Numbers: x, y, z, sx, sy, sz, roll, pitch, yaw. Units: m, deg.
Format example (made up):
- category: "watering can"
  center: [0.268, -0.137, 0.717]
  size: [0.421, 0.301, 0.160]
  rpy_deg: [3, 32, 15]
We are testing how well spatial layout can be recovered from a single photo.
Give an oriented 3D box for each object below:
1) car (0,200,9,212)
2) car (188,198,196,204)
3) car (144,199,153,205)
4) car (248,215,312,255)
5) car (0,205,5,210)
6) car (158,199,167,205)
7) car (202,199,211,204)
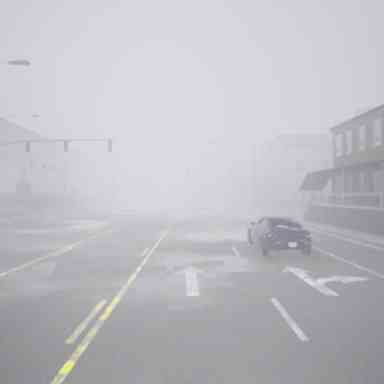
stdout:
- category: "car"
  center: [-27.217, 1.935, 44.069]
  size: [2.038, 1.542, 4.974]
  rpy_deg: [0, -1, 29]
- category: "car"
  center: [0.032, 2.270, 82.030]
  size: [2.128, 1.511, 4.902]
  rpy_deg: [0, -1, 0]
- category: "car"
  center: [-10.469, 2.356, 80.305]
  size: [1.882, 1.535, 5.008]
  rpy_deg: [0, -1, 0]
- category: "car"
  center: [3.526, 1.679, 13.879]
  size: [1.812, 1.442, 4.674]
  rpy_deg: [0, 0, 0]
- category: "car"
  center: [-27.242, 1.777, 44.025]
  size: [1.853, 1.218, 4.536]
  rpy_deg: [0, -1, 29]
- category: "car"
  center: [-6.969, 2.379, 80.304]
  size: [1.837, 1.490, 4.892]
  rpy_deg: [0, -1, 0]
- category: "car"
  center: [3.532, 2.341, 82.058]
  size: [1.895, 1.301, 4.718]
  rpy_deg: [0, -1, 0]
